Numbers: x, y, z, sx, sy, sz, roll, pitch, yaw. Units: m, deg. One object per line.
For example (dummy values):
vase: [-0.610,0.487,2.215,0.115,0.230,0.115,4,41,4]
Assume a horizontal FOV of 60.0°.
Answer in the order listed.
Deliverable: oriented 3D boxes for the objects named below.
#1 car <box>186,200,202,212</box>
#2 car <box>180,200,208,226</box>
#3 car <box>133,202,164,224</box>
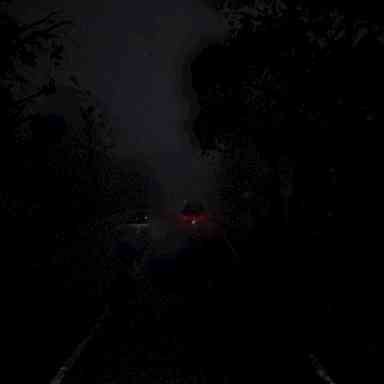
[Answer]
car: [0.250,1.694,41.996,1.895,1.301,4.718,0,0,1]
car: [0.139,1.638,24.765,1.895,1.301,4.718,1,4,0]
car: [-3.292,1.484,25.975,1.994,1.385,4.181,1,5,0]
